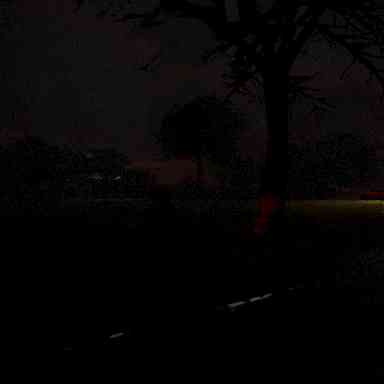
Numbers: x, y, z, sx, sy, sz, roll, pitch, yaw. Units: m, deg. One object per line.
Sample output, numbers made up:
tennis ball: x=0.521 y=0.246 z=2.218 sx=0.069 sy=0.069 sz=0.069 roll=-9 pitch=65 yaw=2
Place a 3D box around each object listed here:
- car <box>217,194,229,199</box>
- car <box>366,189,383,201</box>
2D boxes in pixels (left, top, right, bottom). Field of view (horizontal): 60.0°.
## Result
car: x=9.230 y=1.372 z=94.962 sx=1.812 sy=1.442 sz=4.674 roll=2 pitch=-2 yaw=-28
car: x=33.232 y=0.554 z=57.830 sx=2.150 sy=2.045 sz=5.566 roll=3 pitch=-2 yaw=-35
